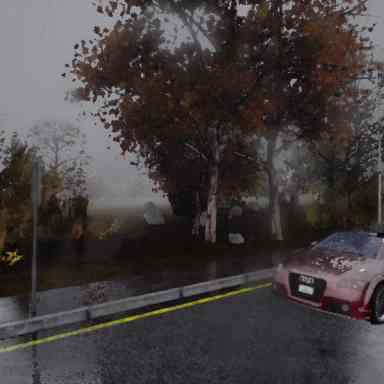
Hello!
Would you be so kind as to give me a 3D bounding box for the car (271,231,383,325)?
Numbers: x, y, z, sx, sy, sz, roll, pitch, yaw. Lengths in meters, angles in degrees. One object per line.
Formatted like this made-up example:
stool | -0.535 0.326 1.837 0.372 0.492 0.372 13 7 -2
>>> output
car | 3.644 1.565 7.162 4.181 1.385 1.994 0 0 -37
